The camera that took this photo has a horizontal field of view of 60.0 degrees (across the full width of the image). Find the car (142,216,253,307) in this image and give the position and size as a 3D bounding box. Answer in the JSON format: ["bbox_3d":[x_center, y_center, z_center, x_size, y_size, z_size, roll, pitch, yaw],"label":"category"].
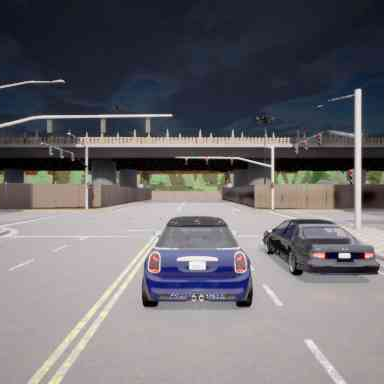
[{"bbox_3d":[0.100,1.352,8.135,2.097,1.767,4.553,0,0,0],"label":"car"}]

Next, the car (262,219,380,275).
[{"bbox_3d":[3.600,1.547,10.356,2.033,1.411,5.357,0,0,0],"label":"car"}]
